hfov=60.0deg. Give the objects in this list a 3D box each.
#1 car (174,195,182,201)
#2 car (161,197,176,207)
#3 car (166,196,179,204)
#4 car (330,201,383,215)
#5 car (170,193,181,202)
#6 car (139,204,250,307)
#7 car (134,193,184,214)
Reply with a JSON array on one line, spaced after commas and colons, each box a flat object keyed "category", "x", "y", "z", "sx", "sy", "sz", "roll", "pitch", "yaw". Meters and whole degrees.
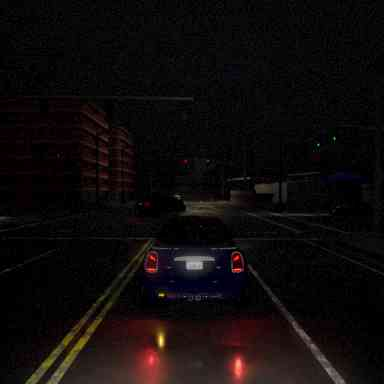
[{"category": "car", "x": -3.735, "y": 1.532, "z": 88.058, "sx": 2.033, "sy": 1.411, "sz": 5.357, "roll": 0, "pitch": 0, "yaw": 0}, {"category": "car", "x": -3.726, "y": 1.547, "z": 53.702, "sx": 2.033, "sy": 1.411, "sz": 5.357, "roll": 0, "pitch": 0, "yaw": 0}, {"category": "car", "x": -3.719, "y": 1.547, "z": 63.782, "sx": 2.033, "sy": 1.411, "sz": 5.357, "roll": 0, "pitch": 0, "yaw": 0}, {"category": "car", "x": 16.379, "y": 1.601, "z": 33.255, "sx": 4.718, "sy": 1.301, "sz": 1.895, "roll": 0, "pitch": 0, "yaw": 0}, {"category": "car", "x": -3.698, "y": 1.225, "z": 74.157, "sx": 2.150, "sy": 2.045, "sz": 5.566, "roll": 0, "pitch": 0, "yaw": 0}, {"category": "car", "x": 0.053, "y": 1.352, "z": 8.162, "sx": 2.097, "sy": 1.767, "sz": 4.553, "roll": 0, "pitch": 0, "yaw": 0}, {"category": "car", "x": -3.005, "y": 1.190, "z": 31.973, "sx": 2.150, "sy": 2.045, "sz": 5.566, "roll": 2, "pitch": 1, "yaw": 39}]
